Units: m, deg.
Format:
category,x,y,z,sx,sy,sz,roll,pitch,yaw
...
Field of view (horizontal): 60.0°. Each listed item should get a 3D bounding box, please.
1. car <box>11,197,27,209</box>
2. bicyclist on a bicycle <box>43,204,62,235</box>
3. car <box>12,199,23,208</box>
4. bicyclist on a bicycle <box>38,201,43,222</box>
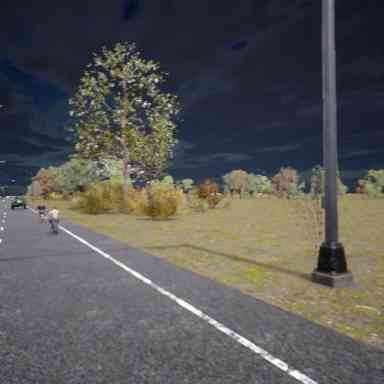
category,x,y,z,sx,sy,sz,roll,pitch,yaw
car,-28.763,1.810,55.455,2.150,2.045,5.566,-1,-1,-29
bicyclist on a bicycle,-7.910,1.611,19.161,0.866,1.612,1.509,-1,0,-28
car,-34.443,2.185,65.617,1.882,1.535,5.008,-1,0,-29
bicyclist on a bicycle,-12.289,1.634,27.203,0.659,1.776,1.843,-1,0,-29
